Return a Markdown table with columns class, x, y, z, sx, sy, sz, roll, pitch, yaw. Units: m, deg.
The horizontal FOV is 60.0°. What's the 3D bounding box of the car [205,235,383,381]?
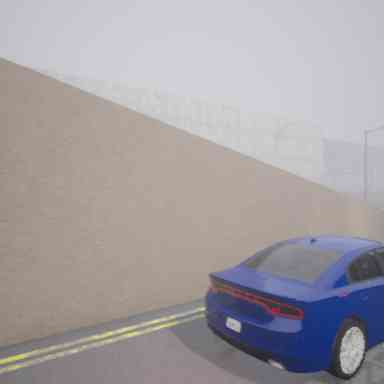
| class | x | y | z | sx | sy | sz | roll | pitch | yaw |
| --- | --- | --- | --- | --- | --- | --- | --- | --- | --- |
| car | 2.527 | 1.468 | 5.551 | 5.008 | 1.535 | 1.882 | 0 | 0 | -36 |
